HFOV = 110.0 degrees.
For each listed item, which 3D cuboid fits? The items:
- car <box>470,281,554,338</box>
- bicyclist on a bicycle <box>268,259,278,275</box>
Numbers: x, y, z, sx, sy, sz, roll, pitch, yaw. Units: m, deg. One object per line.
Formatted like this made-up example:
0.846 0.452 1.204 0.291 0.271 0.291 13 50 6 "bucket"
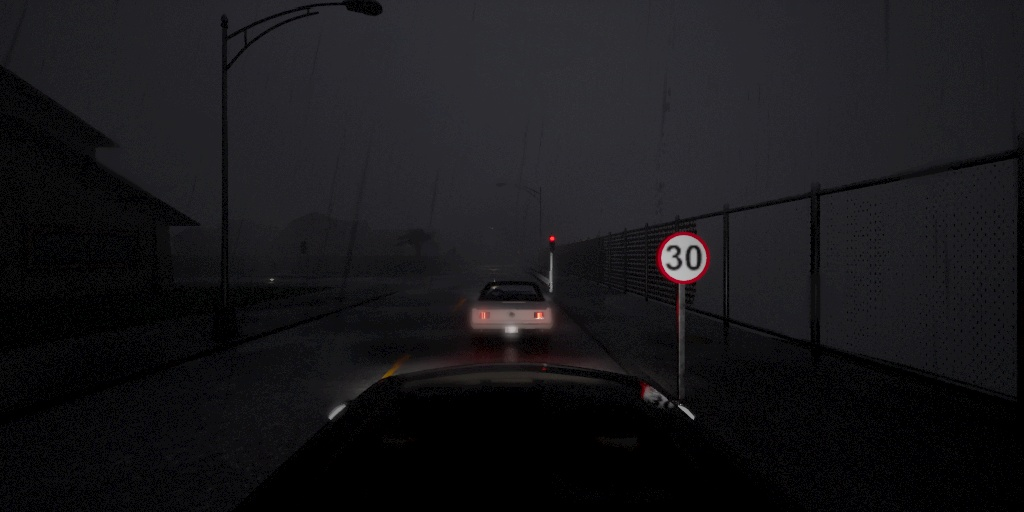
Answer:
-0.002 1.351 10.186 1.895 1.301 4.718 0 0 0 "car"
-24.322 1.099 36.495 0.582 1.620 1.656 0 0 0 "bicyclist on a bicycle"
